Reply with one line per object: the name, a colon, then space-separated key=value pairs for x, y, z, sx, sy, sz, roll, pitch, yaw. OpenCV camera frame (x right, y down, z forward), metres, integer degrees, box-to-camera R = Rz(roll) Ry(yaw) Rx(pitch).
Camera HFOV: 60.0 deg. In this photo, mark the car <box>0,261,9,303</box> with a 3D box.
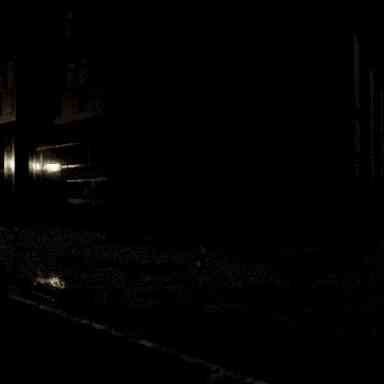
car: x=-5.481 y=1.613 z=6.874 sx=4.313 sy=1.339 sz=1.947 roll=0 pitch=0 yaw=35
